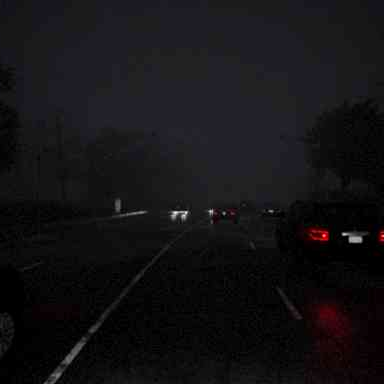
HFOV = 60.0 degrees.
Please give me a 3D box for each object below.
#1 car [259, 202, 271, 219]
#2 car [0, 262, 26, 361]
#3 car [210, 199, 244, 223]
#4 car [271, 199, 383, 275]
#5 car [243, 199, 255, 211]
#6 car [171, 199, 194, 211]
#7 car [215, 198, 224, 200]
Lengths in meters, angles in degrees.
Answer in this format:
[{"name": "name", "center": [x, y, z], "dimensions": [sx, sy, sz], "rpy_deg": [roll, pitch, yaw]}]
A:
[{"name": "car", "center": [6.866, 1.587, 28.843], "dimensions": [2.033, 1.411, 5.357], "rpy_deg": [0, 0, 12]}, {"name": "car", "center": [-3.448, 1.486, 2.992], "dimensions": [2.128, 1.511, 4.902], "rpy_deg": [0, 0, 2]}, {"name": "car", "center": [2.747, 1.571, 26.048], "dimensions": [2.033, 1.411, 5.357], "rpy_deg": [0, 0, 11]}, {"name": "car", "center": [4.162, 1.239, 10.683], "dimensions": [2.150, 2.045, 5.566], "rpy_deg": [0, 0, 5]}, {"name": "car", "center": [6.916, 1.610, 42.495], "dimensions": [1.994, 1.385, 4.181], "rpy_deg": [0, 0, 17]}, {"name": "car", "center": [-1.096, 1.579, 40.799], "dimensions": [1.994, 1.385, 4.181], "rpy_deg": [0, 0, 16]}, {"name": "car", "center": [3.749, 1.560, 44.731], "dimensions": [1.812, 1.442, 4.674], "rpy_deg": [0, 0, 18]}]
